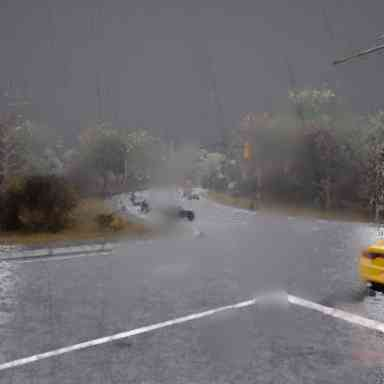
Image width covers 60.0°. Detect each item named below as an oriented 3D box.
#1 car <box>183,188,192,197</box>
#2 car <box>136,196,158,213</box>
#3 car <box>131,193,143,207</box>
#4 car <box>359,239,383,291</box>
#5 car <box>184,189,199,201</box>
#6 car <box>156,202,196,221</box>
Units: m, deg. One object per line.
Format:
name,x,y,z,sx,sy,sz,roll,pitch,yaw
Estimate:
car,-0.844,0.030,74.411,2.150,2.045,5.566,1,3,-1
car,-4.709,1.576,38.551,2.128,1.511,4.902,2,1,-19
car,-7.553,1.328,48.131,1.994,1.385,4.181,2,2,-14
car,6.068,1.593,8.078,5.008,1.535,1.882,1,-1,-35
car,0.219,0.831,64.298,1.837,1.490,4.892,1,3,-7
car,-1.354,1.834,29.755,1.895,1.301,4.718,2,0,-23
